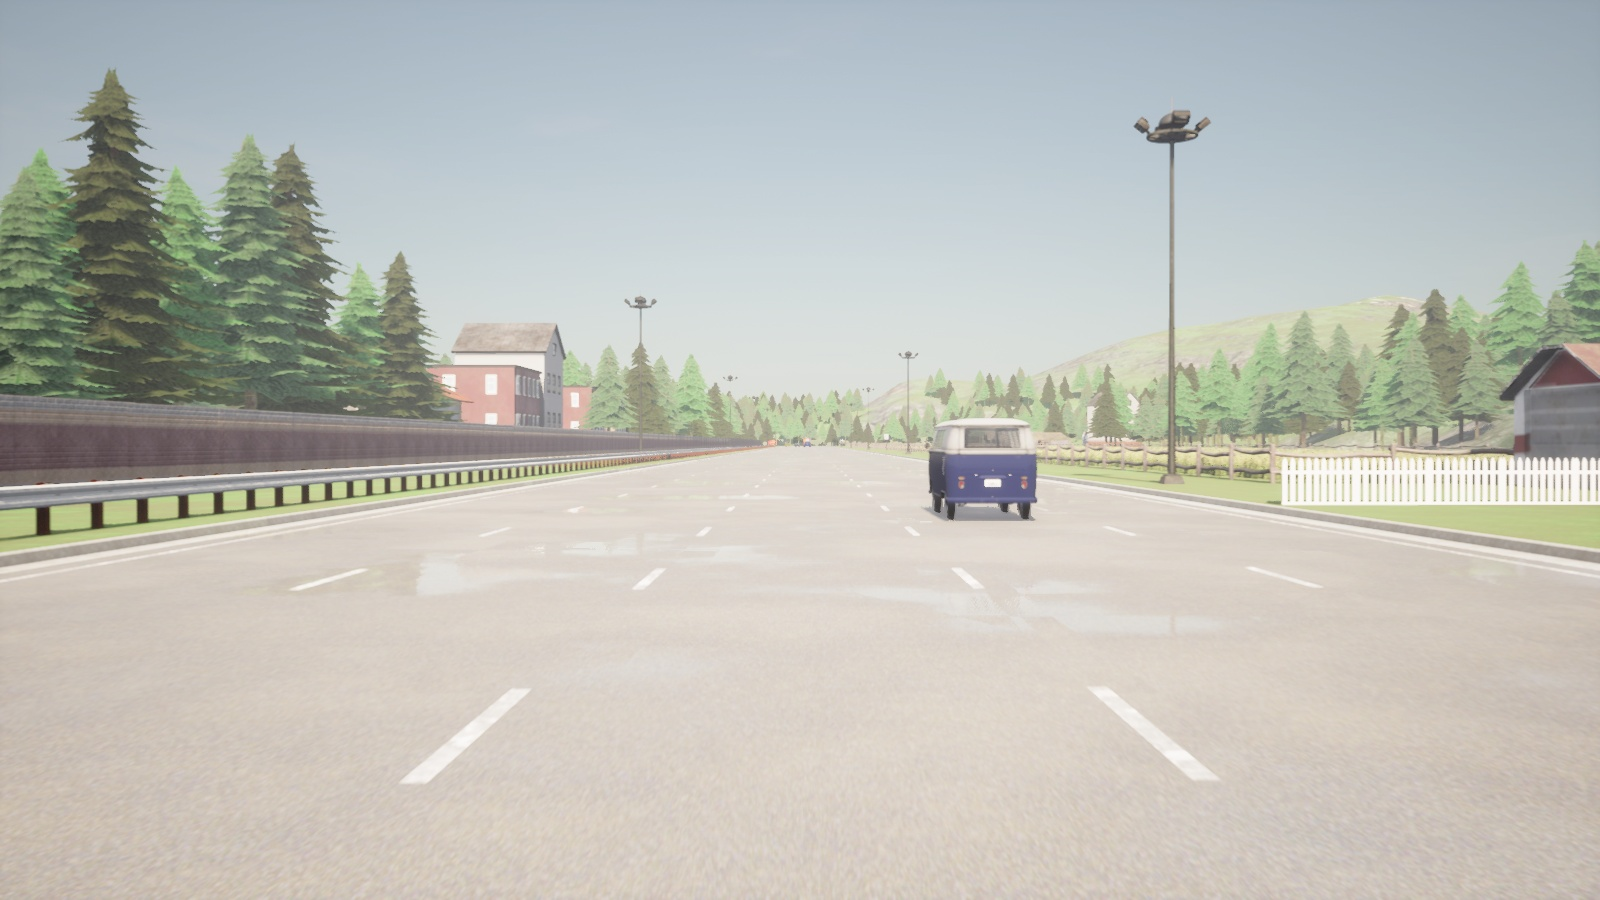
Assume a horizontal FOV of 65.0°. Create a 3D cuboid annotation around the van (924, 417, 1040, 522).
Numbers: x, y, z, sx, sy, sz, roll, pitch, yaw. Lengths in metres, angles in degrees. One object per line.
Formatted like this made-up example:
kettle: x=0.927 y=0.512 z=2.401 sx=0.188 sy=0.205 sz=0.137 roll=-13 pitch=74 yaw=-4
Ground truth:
van: x=3.666 y=0.355 z=26.014 sx=1.775 sy=1.987 sz=4.442 roll=0 pitch=0 yaw=0
